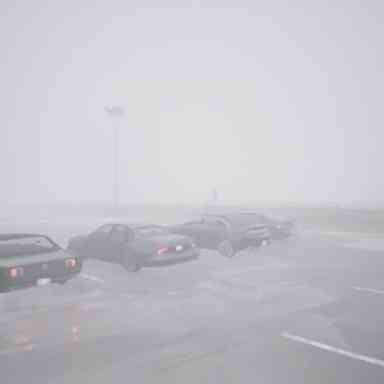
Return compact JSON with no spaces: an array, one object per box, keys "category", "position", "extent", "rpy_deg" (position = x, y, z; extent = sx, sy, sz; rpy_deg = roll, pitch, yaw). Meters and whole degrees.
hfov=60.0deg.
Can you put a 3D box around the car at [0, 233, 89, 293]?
[{"category":"car","position":[-4.962,1.781,9.031],"extent":[4.718,1.301,1.895],"rpy_deg":[-2,-1,43]}]

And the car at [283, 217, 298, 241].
[{"category":"car","position":[2.775,1.640,16.157],"extent":[4.674,1.442,1.812],"rpy_deg":[-2,-1,43]}]

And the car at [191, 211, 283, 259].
[{"category":"car","position":[0.770,1.613,13.261],"extent":[4.902,1.511,2.128],"rpy_deg":[-2,-1,43]}]

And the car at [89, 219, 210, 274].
[{"category":"car","position":[-2.186,1.701,11.230],"extent":[5.357,1.411,2.033],"rpy_deg":[-2,-1,43]}]
